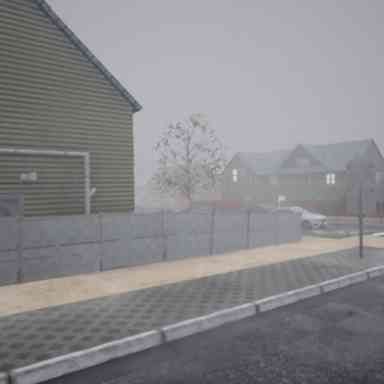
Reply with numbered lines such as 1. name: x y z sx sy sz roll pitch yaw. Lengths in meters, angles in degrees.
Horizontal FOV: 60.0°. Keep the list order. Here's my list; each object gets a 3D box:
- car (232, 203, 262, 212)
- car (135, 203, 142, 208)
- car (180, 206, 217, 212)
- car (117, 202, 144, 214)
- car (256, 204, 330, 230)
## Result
1. car: 5.577 1.761 29.594 1.882 1.535 5.008 -2 0 -36
2. car: -8.508 2.388 44.162 1.994 1.385 4.181 -2 0 -35
3. car: 0.881 1.989 31.036 2.033 1.411 5.357 -2 0 -36
4. car: -9.281 2.381 50.184 2.128 1.511 4.902 -2 0 -35
5. car: 6.946 1.720 22.584 1.812 1.442 4.674 -2 0 -36
